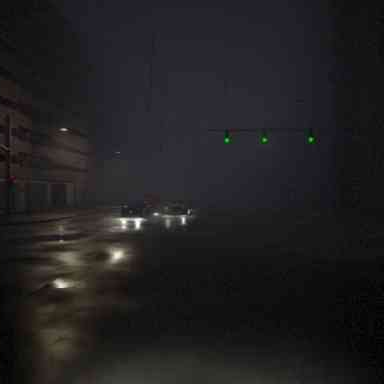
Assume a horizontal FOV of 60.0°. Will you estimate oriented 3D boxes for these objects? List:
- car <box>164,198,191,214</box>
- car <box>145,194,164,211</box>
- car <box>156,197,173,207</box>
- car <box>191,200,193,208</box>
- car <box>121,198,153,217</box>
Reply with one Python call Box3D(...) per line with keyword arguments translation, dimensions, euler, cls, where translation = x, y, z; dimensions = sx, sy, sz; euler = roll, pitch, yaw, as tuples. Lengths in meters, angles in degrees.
Box3D(translation=(-1.470, 1.478, 35.625), dimensions=(1.882, 1.535, 5.008), euler=(0, 0, 3), cls="car")
Box3D(translation=(-4.724, 1.221, 40.470), dimensions=(2.150, 2.045, 5.566), euler=(0, 0, 3), cls="car")
Box3D(translation=(-4.110, 1.564, 50.843), dimensions=(1.994, 1.385, 4.181), euler=(0, 0, 4), cls="car")
Box3D(translation=(-0.869, 1.547, 46.085), dimensions=(2.033, 1.411, 5.357), euler=(0, 0, 4), cls="car")
Box3D(translation=(-5.238, 1.564, 31.129), dimensions=(1.994, 1.385, 4.181), euler=(0, 0, 3), cls="car")
